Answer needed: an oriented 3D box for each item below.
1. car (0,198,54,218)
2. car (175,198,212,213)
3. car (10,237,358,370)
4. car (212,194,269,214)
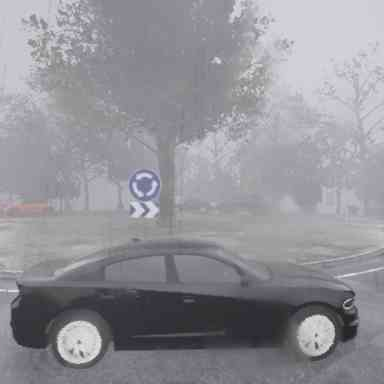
[{"bbox_3d":[-15.143,1.352,30.275,2.097,1.767,4.553,0,0,39],"label":"car"},{"bbox_3d":[0.069,1.484,37.094,5.008,1.535,1.882,-1,-2,14],"label":"car"},{"bbox_3d":[-0.047,1.478,5.193,5.008,1.535,1.882,0,0,-4],"label":"car"},{"bbox_3d":[5.385,1.248,35.405,5.566,2.045,2.150,0,0,26],"label":"car"}]
